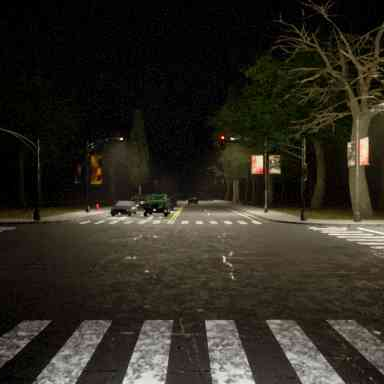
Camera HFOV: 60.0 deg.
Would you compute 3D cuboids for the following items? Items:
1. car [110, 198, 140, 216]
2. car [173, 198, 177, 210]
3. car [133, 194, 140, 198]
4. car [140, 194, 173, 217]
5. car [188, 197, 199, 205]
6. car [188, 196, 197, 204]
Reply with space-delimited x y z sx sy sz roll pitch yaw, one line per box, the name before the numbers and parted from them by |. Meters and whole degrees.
car | -6.538 1.567 32.631 2.033 1.411 5.357 0 0 0
car | -3.262 1.608 41.496 1.994 1.385 4.181 0 0 1
car | -6.518 1.271 42.816 2.150 2.045 5.566 0 0 0
car | -3.289 1.240 32.085 2.150 2.045 5.566 0 0 0
car | 0.221 1.673 62.231 2.128 1.511 4.902 0 0 0
car | 0.190 1.739 72.598 1.882 1.535 5.008 0 0 0
